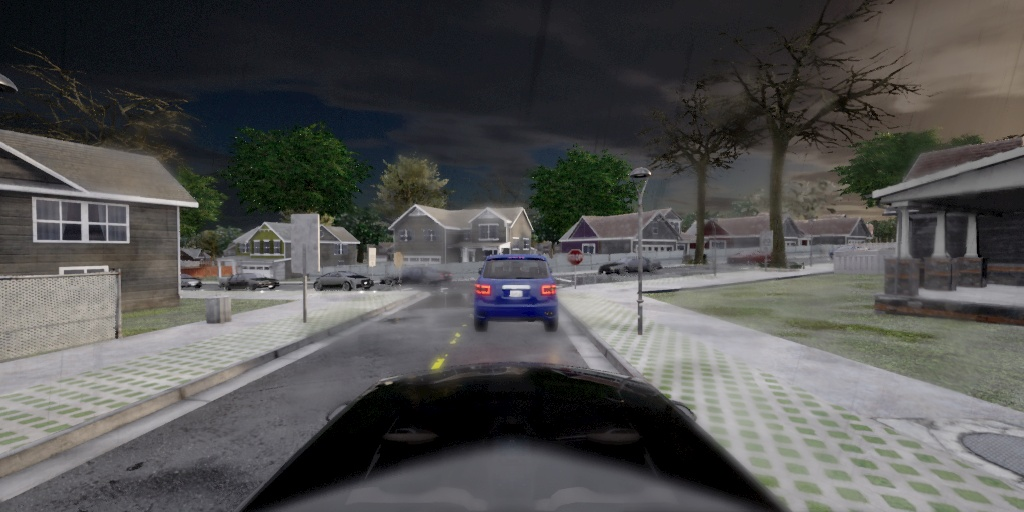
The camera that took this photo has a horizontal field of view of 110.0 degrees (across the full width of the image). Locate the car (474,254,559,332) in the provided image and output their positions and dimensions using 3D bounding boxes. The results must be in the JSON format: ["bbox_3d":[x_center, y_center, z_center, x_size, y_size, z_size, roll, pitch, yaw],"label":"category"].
[{"bbox_3d":[0.116,0.968,11.021,2.150,2.045,5.566,0,0,0],"label":"car"}]

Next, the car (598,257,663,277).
[{"bbox_3d":[9.542,0.784,28.698,5.357,1.411,2.033,-3,2,-24],"label":"car"}]

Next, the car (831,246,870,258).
[{"bbox_3d":[36.854,-0.228,38.185,5.357,1.411,2.033,-2,2,-26],"label":"car"}]

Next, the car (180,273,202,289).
[{"bbox_3d":[-30.655,2.364,32.877,4.902,1.511,2.128,-2,0,22],"label":"car"}]

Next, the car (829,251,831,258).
[{"bbox_3d":[40.162,-0.501,42.902,5.008,1.535,1.882,-2,2,-25],"label":"car"}]

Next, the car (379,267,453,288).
[{"bbox_3d":[-7.096,1.538,26.556,5.357,1.411,2.033,-2,0,18],"label":"car"}]

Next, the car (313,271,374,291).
[{"bbox_3d":[-11.914,1.751,25.355,4.181,1.385,1.994,-2,0,21],"label":"car"}]

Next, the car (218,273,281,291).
[{"bbox_3d":[-21.417,2.093,29.144,5.357,1.411,2.033,-2,0,22],"label":"car"}]

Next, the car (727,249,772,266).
[{"bbox_3d":[23.236,0.129,35.065,5.008,1.535,1.882,-2,2,-25],"label":"car"}]
